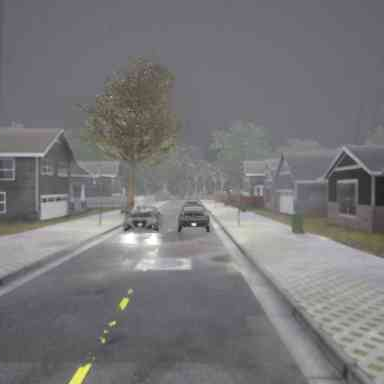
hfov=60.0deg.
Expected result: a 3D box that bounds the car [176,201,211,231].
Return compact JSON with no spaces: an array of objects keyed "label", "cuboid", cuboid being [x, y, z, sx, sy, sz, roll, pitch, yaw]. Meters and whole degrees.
[{"label":"car","cuboid":[0.103,1.514,20.497,1.837,1.490,4.892,0,0,0]}]

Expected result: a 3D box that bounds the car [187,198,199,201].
[{"label":"car","cuboid":[0.106,1.534,39.200,1.837,1.490,4.892,0,0,0]}]

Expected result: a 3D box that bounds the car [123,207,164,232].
[{"label":"car","cuboid":[-2.816,1.573,20.004,1.994,1.385,4.181,0,0,0]}]
